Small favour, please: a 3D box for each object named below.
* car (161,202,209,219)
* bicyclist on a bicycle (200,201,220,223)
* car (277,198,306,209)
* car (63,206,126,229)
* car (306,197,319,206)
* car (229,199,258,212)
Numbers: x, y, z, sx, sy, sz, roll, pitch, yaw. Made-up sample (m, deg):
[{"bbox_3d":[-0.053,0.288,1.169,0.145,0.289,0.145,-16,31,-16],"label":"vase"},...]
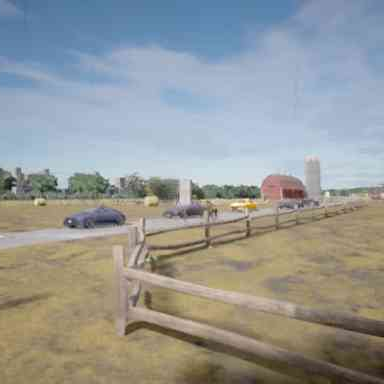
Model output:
[{"bbox_3d":[-0.503,1.669,30.971,2.033,1.411,5.357,-2,-1,35],"label":"car"},{"bbox_3d":[1.266,1.423,23.129,1.656,1.620,0.582,0,0,35],"label":"bicyclist on a bicycle"},{"bbox_3d":[13.291,1.614,45.390,2.033,1.411,5.357,-2,-1,36],"label":"car"},{"bbox_3d":[-6.508,1.670,22.500,1.994,1.385,4.181,-2,-1,36],"label":"car"},{"bbox_3d":[18.989,1.620,53.509,1.837,1.490,4.892,-2,-2,35],"label":"car"},{"bbox_3d":[6.348,1.615,40.600,1.882,1.535,5.008,-2,-2,35],"label":"car"}]
